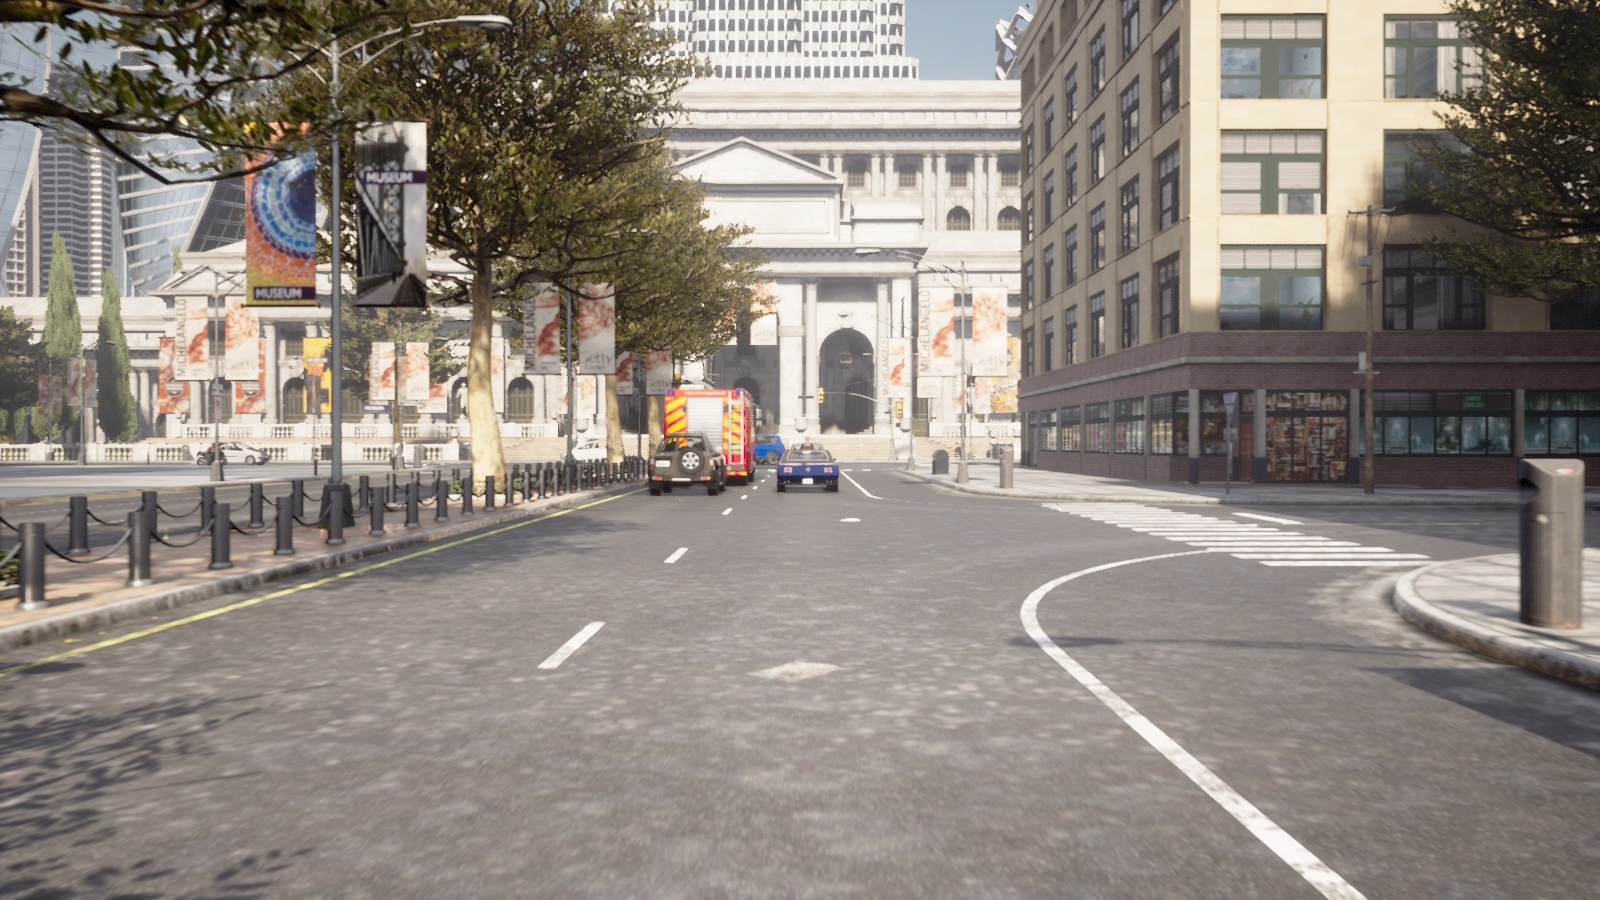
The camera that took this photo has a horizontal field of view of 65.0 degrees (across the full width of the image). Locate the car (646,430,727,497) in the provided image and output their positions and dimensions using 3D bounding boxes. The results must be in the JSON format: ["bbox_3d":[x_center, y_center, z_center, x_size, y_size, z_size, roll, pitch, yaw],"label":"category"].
[{"bbox_3d":[-3.275,0.352,36.995,1.932,1.855,4.605,0,0,1],"label":"car"}]

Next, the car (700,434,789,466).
[{"bbox_3d":[-3.671,-0.009,83.593,5.566,2.045,2.150,0,0,-29],"label":"car"}]

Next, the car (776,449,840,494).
[{"bbox_3d":[0.213,0.625,39.398,1.895,1.301,4.718,0,0,-1],"label":"car"}]

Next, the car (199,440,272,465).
[{"bbox_3d":[-37.647,0.142,83.817,3.988,1.617,1.851,0,0,0],"label":"car"}]

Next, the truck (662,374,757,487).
[{"bbox_3d":[-3.218,-0.686,46.996,2.891,3.827,8.468,0,0,0],"label":"truck"}]

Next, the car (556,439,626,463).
[{"bbox_3d":[-15.051,0.068,90.602,4.611,1.667,2.242,0,0,1],"label":"car"}]

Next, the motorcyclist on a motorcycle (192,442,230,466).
[{"bbox_3d":[-37.642,0.246,80.318,2.044,1.523,0.797,0,0,0],"label":"motorcyclist on a motorcycle"}]
